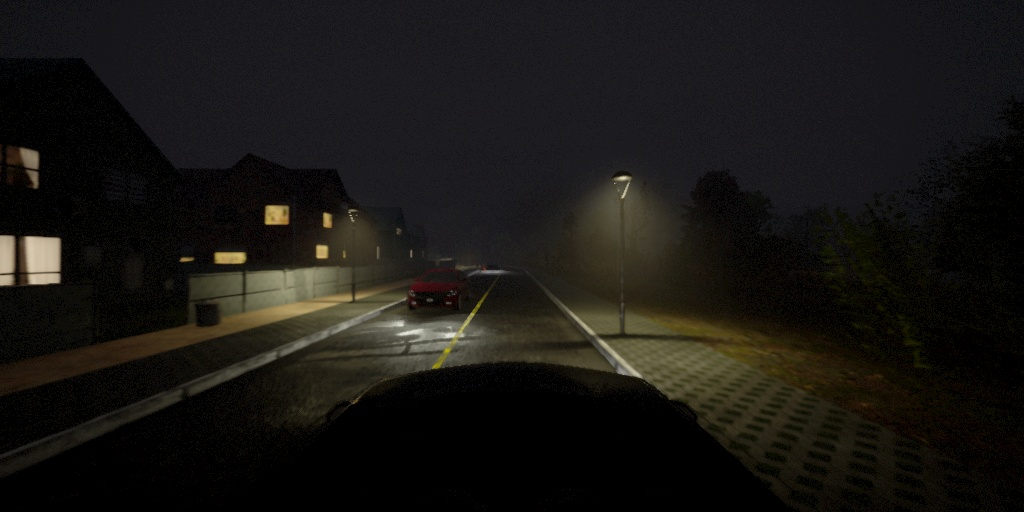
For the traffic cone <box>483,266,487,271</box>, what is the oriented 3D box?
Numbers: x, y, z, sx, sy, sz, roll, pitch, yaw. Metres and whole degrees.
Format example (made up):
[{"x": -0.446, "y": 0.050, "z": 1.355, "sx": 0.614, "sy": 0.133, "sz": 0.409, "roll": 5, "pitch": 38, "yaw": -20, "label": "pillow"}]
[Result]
[{"x": -3.859, "y": 1.853, "z": 49.866, "sx": 0.340, "sy": 0.580, "sz": 0.340, "roll": 0, "pitch": 0, "yaw": 0, "label": "traffic cone"}]

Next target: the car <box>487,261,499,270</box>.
[{"x": -2.984, "y": 1.507, "z": 55.756, "sx": 1.895, "sy": 1.301, "sz": 4.718, "roll": 1, "pitch": 0, "yaw": -2, "label": "car"}]

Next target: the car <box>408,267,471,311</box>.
[{"x": -2.853, "y": 1.268, "z": 14.966, "sx": 1.882, "sy": 1.535, "sz": 5.008, "roll": 0, "pitch": 0, "yaw": 0, "label": "car"}]
